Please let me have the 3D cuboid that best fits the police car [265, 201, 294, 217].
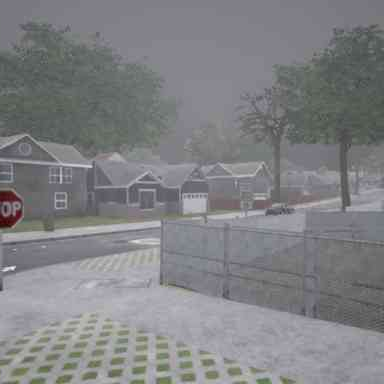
[{"bbox_3d":[9.857,1.871,37.440,1.930,1.638,5.238,-1,0,36],"label":"police car"}]
